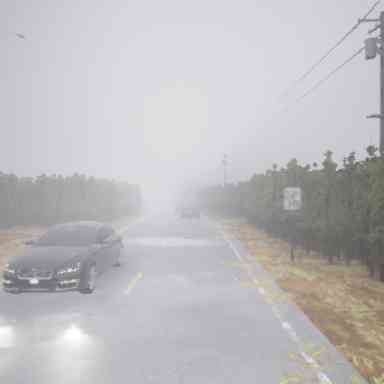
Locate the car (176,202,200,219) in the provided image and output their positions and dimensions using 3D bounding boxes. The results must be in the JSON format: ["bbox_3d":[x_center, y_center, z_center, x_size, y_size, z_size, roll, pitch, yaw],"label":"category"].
[{"bbox_3d":[-0.311,2.000,34.389,1.994,1.385,4.181,0,-1,-5],"label":"car"}]

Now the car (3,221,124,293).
[{"bbox_3d":[-3.189,1.623,9.237,1.837,1.490,4.892,0,-1,1],"label":"car"}]

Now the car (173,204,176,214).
[{"bbox_3d":[-1.443,2.070,44.633,1.837,1.490,4.892,0,0,-8],"label":"car"}]
